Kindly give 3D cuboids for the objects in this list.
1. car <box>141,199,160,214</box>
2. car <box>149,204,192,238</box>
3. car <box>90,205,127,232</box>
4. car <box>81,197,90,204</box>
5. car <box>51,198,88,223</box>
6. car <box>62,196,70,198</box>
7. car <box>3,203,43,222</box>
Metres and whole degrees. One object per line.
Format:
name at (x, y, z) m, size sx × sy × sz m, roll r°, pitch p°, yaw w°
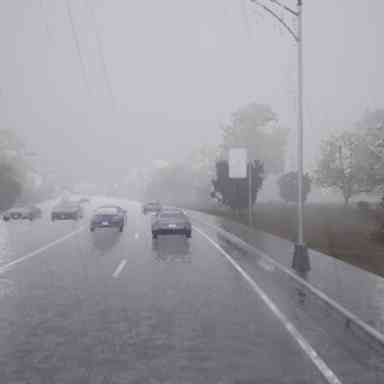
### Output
car at (-4.289, 1.504, 35.026) m, size 2.128 × 1.511 × 4.902 m, roll 0°, pitch 0°, yaw -13°
car at (-1.177, 1.568, 17.790) m, size 1.994 × 1.385 × 4.181 m, roll 0°, pitch 0°, yaw -7°
car at (-5.013, 1.537, 20.328) m, size 1.812 × 1.442 × 4.674 m, roll 0°, pitch 0°, yaw -8°
car at (-21.065, 1.627, 65.488) m, size 1.895 × 1.301 × 4.718 m, roll 0°, pitch 0°, yaw -19°
car at (-9.795, 1.497, 26.437) m, size 1.882 × 1.535 × 5.008 m, roll 0°, pitch 0°, yaw -11°
car at (-25.393, 1.526, 67.201) m, size 1.837 × 1.490 × 4.892 m, roll 0°, pitch 0°, yaw -20°
car at (-13.384, 1.588, 26.543) m, size 1.994 × 1.385 × 4.181 m, roll 0°, pitch 0°, yaw -11°
